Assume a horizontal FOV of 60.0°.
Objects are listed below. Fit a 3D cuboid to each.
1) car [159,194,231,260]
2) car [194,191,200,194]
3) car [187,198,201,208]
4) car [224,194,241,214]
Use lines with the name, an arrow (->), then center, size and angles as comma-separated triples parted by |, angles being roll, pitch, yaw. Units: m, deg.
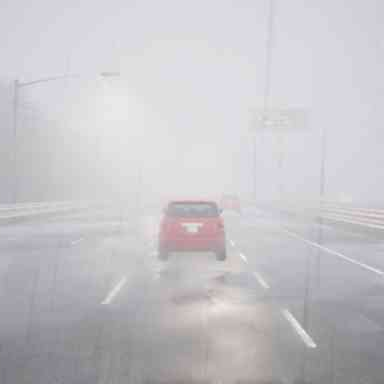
car -> 0.019, 1.220, 12.595 | 2.150, 2.045, 5.566 | 0, 0, 0
car -> 0.771, 1.153, 84.642 | 1.812, 1.442, 4.674 | 0, 1, 1
car -> 0.252, 1.513, 48.209 | 1.895, 1.301, 4.718 | 0, 0, 1
car -> 3.732, 1.187, 34.454 | 2.150, 2.045, 5.566 | 0, 0, 0
